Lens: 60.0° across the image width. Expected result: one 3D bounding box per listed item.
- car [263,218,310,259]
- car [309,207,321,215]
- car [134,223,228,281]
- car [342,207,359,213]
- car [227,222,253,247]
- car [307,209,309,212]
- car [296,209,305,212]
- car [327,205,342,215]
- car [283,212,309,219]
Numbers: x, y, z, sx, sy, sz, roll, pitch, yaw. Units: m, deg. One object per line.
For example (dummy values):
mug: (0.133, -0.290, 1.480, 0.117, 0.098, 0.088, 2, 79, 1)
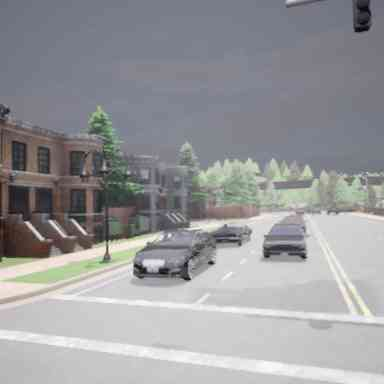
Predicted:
car: (4.570, 2.232, 15.958, 2.033, 1.411, 5.357, -3, -3, 18)
car: (28.320, 4.366, 75.597, 2.033, 1.411, 5.357, -3, -3, 18)
car: (-0.391, 2.128, 12.169, 2.128, 1.511, 4.902, -3, -3, 18)
car: (39.471, 4.569, 83.563, 4.892, 1.490, 1.837, -1, -3, -8)
car: (2.564, 2.591, 20.944, 1.895, 1.301, 4.718, -3, -3, 19)
car: (31.038, 4.654, 85.577, 2.097, 1.767, 4.553, -2, -3, 3)
car: (24.086, 4.489, 73.952, 1.882, 1.535, 5.008, -3, -3, 18)
car: (32.013, 4.047, 75.640, 2.150, 2.045, 5.566, -3, -3, 18)
car: (7.721, 2.537, 25.269, 1.882, 1.535, 5.008, -3, -3, 19)
